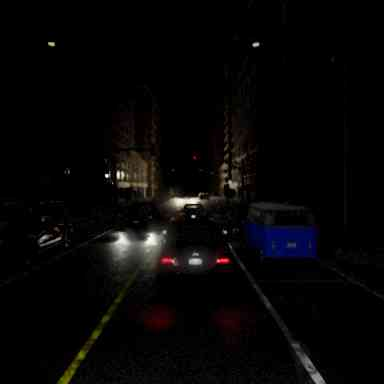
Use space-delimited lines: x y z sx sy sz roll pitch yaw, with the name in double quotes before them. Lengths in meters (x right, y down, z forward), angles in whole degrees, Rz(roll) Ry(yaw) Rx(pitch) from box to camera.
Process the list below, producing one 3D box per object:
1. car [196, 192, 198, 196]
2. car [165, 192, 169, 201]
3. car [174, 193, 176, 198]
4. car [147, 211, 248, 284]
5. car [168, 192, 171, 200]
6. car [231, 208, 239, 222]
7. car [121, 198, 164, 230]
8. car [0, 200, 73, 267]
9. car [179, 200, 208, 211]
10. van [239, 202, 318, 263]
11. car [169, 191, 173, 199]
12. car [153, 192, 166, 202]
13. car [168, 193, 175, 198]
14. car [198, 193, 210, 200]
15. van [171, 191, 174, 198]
"car" 2.773 1.046 82.266 2.008 1.369 4.403 0 0 0
"car" -5.730 1.171 60.422 2.008 1.369 4.403 0 0 0
"car" -5.752 1.046 82.226 2.008 1.369 4.403 0 0 0
"car" 0.086 1.492 9.481 2.033 1.411 5.357 0 0 0
"car" -5.735 1.132 65.874 1.887 1.381 4.507 0 0 0
"car" 2.839 1.464 16.993 1.947 1.339 4.313 0 0 0
"car" -3.031 1.354 20.502 1.882 1.535 5.008 0 0 0
"car" -5.680 1.248 11.283 2.192 1.841 5.009 0 0 0
"car" 0.080 1.431 21.920 1.994 1.385 4.181 0 0 0
"van" 2.845 1.274 11.332 1.690 1.788 3.998 0 0 0
"car" -5.741 1.100 71.324 1.887 1.381 4.507 0 0 0
"car" -5.724 1.180 54.802 1.752 1.417 4.829 0 0 0
"car" -5.763 0.963 92.957 1.752 1.417 4.829 0 0 0
"car" 2.783 0.996 71.368 1.967 1.590 4.097 0 0 0
"van" -5.747 0.866 76.774 1.690 1.788 3.998 0 0 0
